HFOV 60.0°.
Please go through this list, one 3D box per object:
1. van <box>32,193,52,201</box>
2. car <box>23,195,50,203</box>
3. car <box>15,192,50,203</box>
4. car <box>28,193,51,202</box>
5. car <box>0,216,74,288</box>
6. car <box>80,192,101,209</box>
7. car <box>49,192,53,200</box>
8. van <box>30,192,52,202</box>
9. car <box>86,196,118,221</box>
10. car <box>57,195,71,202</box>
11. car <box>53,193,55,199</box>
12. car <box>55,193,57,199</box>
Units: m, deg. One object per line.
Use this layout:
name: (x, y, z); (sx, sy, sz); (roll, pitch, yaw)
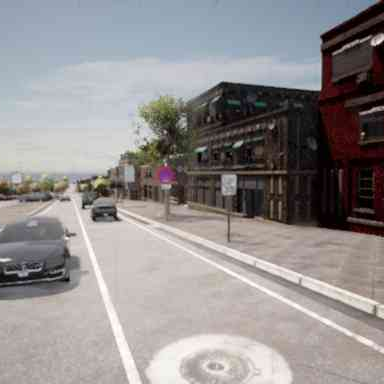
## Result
van: (-37.403, 1.206, 82.917); (4.442, 1.987, 1.878); (-2, 0, -20)
car: (-32.476, 1.360, 69.793); (4.892, 1.521, 2.231); (-2, 0, -20)
car: (-29.582, 1.350, 61.902); (4.892, 1.521, 2.231); (-2, 1, -20)
car: (-34.368, 1.257, 75.071); (4.553, 1.767, 2.185); (-2, 0, -20)
car: (-4.408, 1.489, 9.360); (1.837, 1.490, 4.892); (-2, 1, -20)
car: (-12.451, 0.980, 40.935); (2.150, 2.045, 5.566); (-2, 1, -17)
car: (-30.580, 1.099, 64.519); (5.566, 2.045, 2.435); (-2, 0, -20)
van: (-35.256, 1.170, 77.733); (4.442, 1.987, 1.878); (-2, 0, -20)
car: (-6.961, 1.334, 25.979); (1.837, 1.490, 4.892); (-2, 1, -20)
car: (-25.329, 1.294, 66.555); (1.994, 1.385, 4.181); (-2, 0, -20)
car: (-33.466, 1.121, 72.419); (5.566, 2.045, 2.435); (-2, 0, -20)
car: (-38.249, 1.444, 85.592); (5.008, 1.535, 2.097); (-2, 0, -20)
